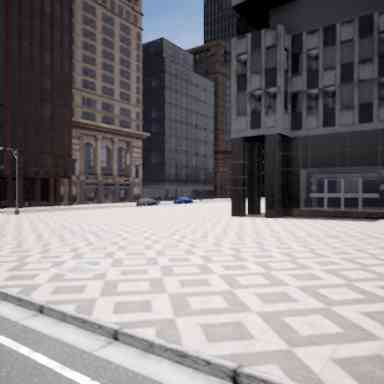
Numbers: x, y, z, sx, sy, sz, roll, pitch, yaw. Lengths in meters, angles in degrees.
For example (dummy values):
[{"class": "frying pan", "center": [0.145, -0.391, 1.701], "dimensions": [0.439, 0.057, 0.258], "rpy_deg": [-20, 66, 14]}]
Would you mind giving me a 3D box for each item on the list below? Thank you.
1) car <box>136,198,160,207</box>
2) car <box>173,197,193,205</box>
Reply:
[{"class": "car", "center": [-7.760, 1.843, 59.010], "dimensions": [2.128, 1.511, 4.902], "rpy_deg": [0, 0, 36]}, {"class": "car", "center": [-1.715, 1.783, 67.643], "dimensions": [1.882, 1.535, 5.008], "rpy_deg": [0, 0, 35]}]
